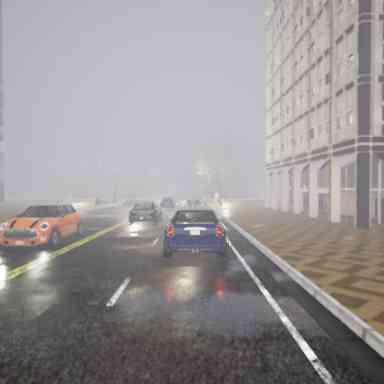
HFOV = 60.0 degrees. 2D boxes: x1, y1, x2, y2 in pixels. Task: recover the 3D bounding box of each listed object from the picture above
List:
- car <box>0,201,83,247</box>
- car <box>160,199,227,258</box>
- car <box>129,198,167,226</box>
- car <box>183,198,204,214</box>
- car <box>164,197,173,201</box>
[{"bbox_3d":[-6.502,1.314,14.780,2.097,1.767,4.553,0,0,0],"label":"car"},{"bbox_3d":[0.103,1.321,12.809,2.097,1.767,4.553,0,0,0],"label":"car"},{"bbox_3d":[-3.143,1.435,23.132,2.128,1.511,4.902,0,0,0],"label":"car"},{"bbox_3d":[0.115,1.453,35.718,2.033,1.411,5.357,0,0,0],"label":"car"},{"bbox_3d":[-3.138,1.406,43.311,1.812,1.442,4.674,0,0,0],"label":"car"}]
